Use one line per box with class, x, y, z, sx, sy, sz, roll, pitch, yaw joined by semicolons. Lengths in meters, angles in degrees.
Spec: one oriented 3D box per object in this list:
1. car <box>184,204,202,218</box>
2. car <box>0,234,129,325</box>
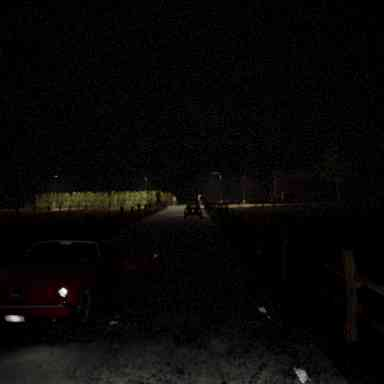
car;0.116;1.933;35.075;2.033;1.411;5.357;0;-1;0
car;-2.749;1.678;7.370;1.895;1.301;4.718;0;-1;0
